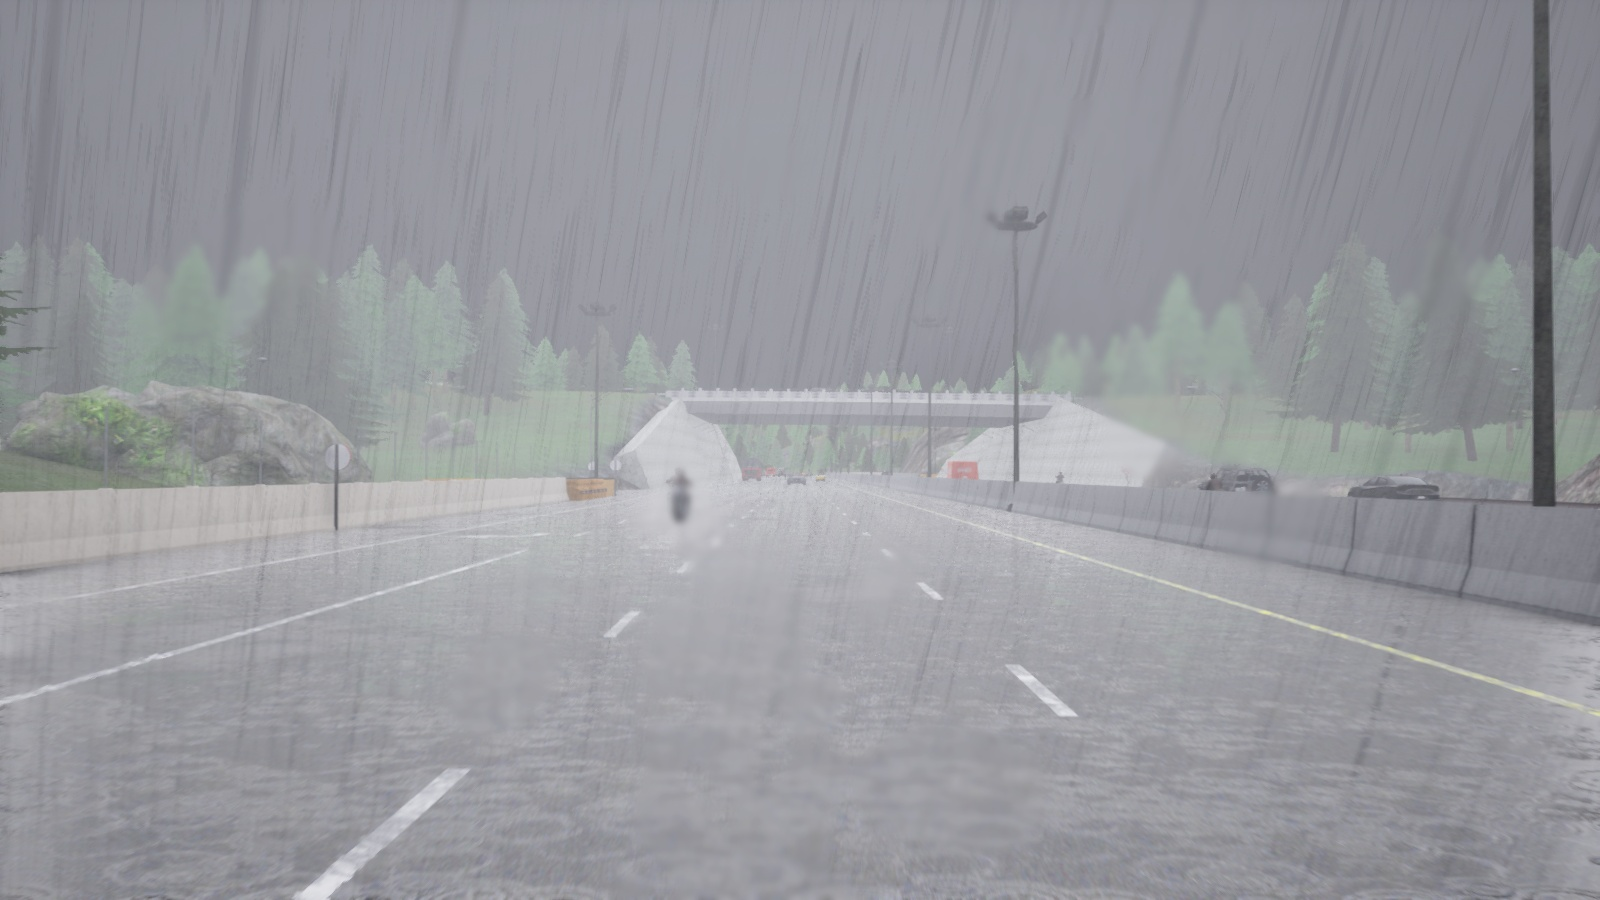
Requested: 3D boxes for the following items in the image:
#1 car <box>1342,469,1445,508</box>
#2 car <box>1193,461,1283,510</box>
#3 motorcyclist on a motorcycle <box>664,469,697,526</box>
[{"bbox_3d":[24.374,1.562,51.789,1.882,1.535,5.008,0,-1,0],"label":"car"},{"bbox_3d":[17.378,1.399,50.040,1.932,1.855,4.605,0,-1,0],"label":"car"},{"bbox_3d":[-3.592,1.415,37.990,0.766,1.649,2.350,0,-1,0],"label":"motorcyclist on a motorcycle"}]
